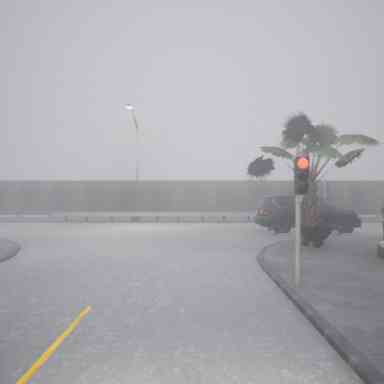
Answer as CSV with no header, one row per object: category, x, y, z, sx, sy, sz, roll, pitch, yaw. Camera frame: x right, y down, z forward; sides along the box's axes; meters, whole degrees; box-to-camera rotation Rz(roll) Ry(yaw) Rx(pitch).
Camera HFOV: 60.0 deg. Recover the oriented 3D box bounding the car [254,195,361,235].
car,6.240,1.211,18.364,5.566,2.045,2.150,0,0,0
